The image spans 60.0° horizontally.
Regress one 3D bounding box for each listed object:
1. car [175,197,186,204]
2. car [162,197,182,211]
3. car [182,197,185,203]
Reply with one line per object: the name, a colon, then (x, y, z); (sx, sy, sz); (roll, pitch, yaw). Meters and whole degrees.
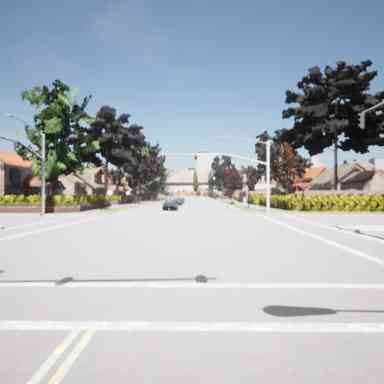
car: (-2.507, 1.790, 73.583); (2.033, 1.411, 5.357); (0, 0, 0)
car: (-2.828, 1.696, 43.837); (2.033, 1.411, 5.357); (0, 0, 1)
car: (-2.702, 1.745, 57.982); (2.033, 1.411, 5.357); (0, 0, 1)
